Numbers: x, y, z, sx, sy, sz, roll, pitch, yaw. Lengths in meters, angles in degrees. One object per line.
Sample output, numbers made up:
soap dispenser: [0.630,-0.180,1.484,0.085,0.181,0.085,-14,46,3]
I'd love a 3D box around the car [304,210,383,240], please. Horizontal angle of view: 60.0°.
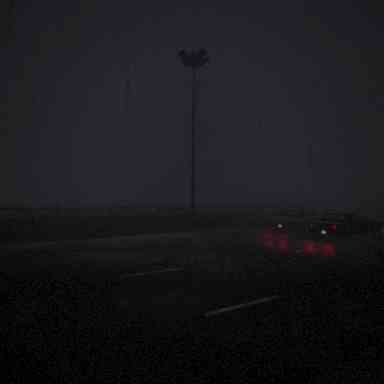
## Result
car: [8.616,1.812,18.491,4.718,1.301,1.895,1,0,-35]

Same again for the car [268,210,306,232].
car: [7.246,1.822,21.814,4.718,1.301,1.895,1,0,-35]
